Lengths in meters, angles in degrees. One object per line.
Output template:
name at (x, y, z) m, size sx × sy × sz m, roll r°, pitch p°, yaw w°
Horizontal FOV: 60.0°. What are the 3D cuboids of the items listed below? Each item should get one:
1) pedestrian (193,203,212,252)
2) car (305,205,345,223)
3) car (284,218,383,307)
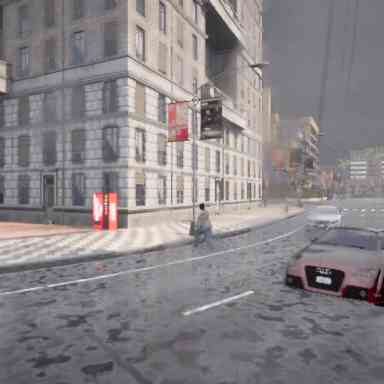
pedestrian at (0.414, 1.294, 12.617) m, size 0.375 × 1.860 × 0.375 m, roll 0°, pitch 0°, yaw 42°
car at (7.929, 1.525, 19.572) m, size 1.812 × 1.442 × 4.674 m, roll 0°, pitch 0°, yaw 29°
car at (3.945, 1.564, 8.082) m, size 1.994 × 1.385 × 4.181 m, roll 0°, pitch 0°, yaw 42°
